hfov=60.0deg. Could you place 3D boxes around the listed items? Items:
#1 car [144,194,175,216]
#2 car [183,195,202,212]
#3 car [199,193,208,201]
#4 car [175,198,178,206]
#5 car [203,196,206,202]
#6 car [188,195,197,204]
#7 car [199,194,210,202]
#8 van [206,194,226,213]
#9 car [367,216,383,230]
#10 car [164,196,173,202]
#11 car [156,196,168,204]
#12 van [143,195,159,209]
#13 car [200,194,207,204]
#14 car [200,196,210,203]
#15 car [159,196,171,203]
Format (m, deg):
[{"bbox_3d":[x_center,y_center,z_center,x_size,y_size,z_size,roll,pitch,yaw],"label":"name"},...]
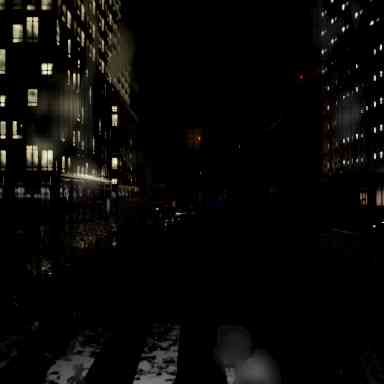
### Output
[{"bbox_3d":[-3.200,1.220,33.527,2.150,2.045,5.566,0,0,0],"label":"car"},{"bbox_3d":[-0.033,1.475,39.409,1.882,1.535,5.008,0,0,1],"label":"car"},{"bbox_3d":[2.833,1.304,85.687,2.192,1.841,5.009,0,0,0],"label":"car"},{"bbox_3d":[-3.155,1.523,43.306,1.812,1.442,4.674,0,0,0],"label":"car"},{"bbox_3d":[2.650,1.542,41.376,1.887,1.381,4.507,0,0,0],"label":"car"},{"bbox_3d":[0.156,1.501,67.738,1.837,1.490,4.892,0,1,0],"label":"car"},{"bbox_3d":[2.781,1.307,74.609,2.192,1.841,5.009,0,0,0],"label":"car"},{"bbox_3d":[2.715,1.338,35.837,1.690,1.788,3.998,0,0,0],"label":"van"},{"bbox_3d":[13.589,1.679,19.999,5.357,1.411,2.033,0,0,-1],"label":"car"},{"bbox_3d":[-5.574,1.573,80.186,1.802,1.307,4.206,0,0,0],"label":"car"},{"bbox_3d":[-5.652,1.560,63.568,1.947,1.339,4.313,0,0,0],"label":"car"},{"bbox_3d":[-5.728,1.338,46.951,1.690,1.788,3.998,0,0,0],"label":"van"},{"bbox_3d":[2.730,1.309,63.530,2.192,1.841,5.009,0,0,0],"label":"car"},{"bbox_3d":[2.754,1.538,69.069,1.887,1.381,4.507,0,0,0],"label":"car"},{"bbox_3d":[-5.626,1.544,69.107,2.008,1.369,4.403,0,0,0],"label":"car"}]
